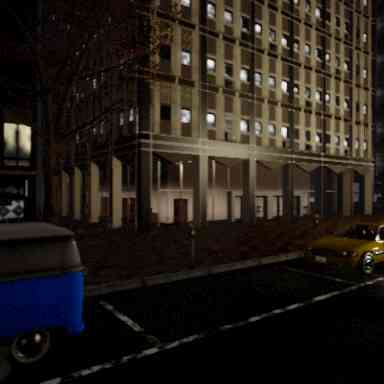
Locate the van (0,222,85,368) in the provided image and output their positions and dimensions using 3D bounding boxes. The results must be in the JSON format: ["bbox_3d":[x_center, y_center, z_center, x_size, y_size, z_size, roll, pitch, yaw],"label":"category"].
[{"bbox_3d":[-3.401,1.341,4.130,3.998,1.788,1.690,0,0,-36],"label":"van"}]

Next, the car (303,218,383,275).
[{"bbox_3d":[5.475,1.521,10.464,4.829,1.417,1.752,0,0,-36],"label":"car"}]
